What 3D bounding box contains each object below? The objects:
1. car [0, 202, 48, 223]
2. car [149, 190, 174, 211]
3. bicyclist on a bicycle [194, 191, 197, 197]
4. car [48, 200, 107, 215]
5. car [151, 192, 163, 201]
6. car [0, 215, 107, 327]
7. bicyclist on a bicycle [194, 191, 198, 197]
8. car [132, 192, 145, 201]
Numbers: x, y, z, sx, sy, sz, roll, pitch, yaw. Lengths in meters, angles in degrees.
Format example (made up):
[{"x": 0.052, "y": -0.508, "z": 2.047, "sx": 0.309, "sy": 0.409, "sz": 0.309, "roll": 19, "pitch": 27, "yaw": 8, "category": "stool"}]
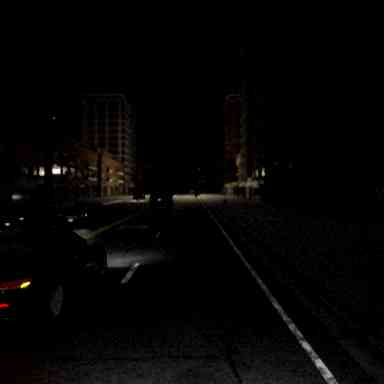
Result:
[{"x": -9.850, "y": 1.312, "z": 20.417, "sx": 2.033, "sy": 1.411, "sz": 5.357, "roll": 0, "pitch": 1, "yaw": 0, "category": "car"}, {"x": -3.146, "y": 0.821, "z": 34.723, "sx": 2.150, "sy": 2.045, "sz": 5.566, "roll": 0, "pitch": 1, "yaw": 0, "category": "car"}, {"x": 0.901, "y": 0.505, "z": 82.696, "sx": 0.582, "sy": 1.620, "sz": 1.656, "roll": 0, "pitch": 0, "yaw": 0, "category": "bicyclist on a bicycle"}, {"x": -6.596, "y": 1.254, "z": 20.526, "sx": 2.128, "sy": 1.511, "sz": 4.902, "roll": 0, "pitch": 1, "yaw": 0, "category": "car"}, {"x": -6.520, "y": 0.788, "z": 62.329, "sx": 1.837, "sy": 1.490, "sz": 4.892, "roll": 0, "pitch": 1, "yaw": 1, "category": "car"}, {"x": -3.161, "y": 1.445, "z": 6.847, "sx": 1.812, "sy": 1.442, "sz": 4.674, "roll": 0, "pitch": 1, "yaw": 0, "category": "car"}, {"x": 0.895, "y": 0.591, "z": 73.693, "sx": 0.866, "sy": 1.612, "sz": 1.509, "roll": 0, "pitch": 1, "yaw": 0, "category": "bicyclist on a bicycle"}, {"x": -9.774, "y": 0.802, "z": 61.323, "sx": 1.837, "sy": 1.490, "sz": 4.892, "roll": 0, "pitch": 1, "yaw": 1, "category": "car"}]
